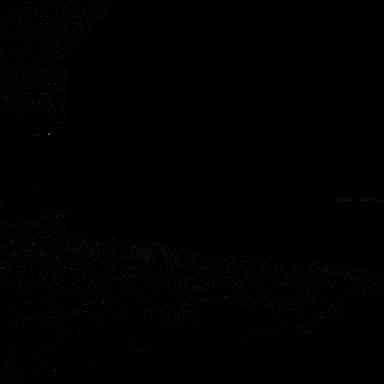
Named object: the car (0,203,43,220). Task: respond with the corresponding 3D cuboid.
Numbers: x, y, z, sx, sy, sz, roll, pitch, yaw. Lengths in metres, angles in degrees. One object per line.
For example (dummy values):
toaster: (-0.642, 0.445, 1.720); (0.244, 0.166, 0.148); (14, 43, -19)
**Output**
car: (-14.826, 1.576, 27.341); (1.752, 1.417, 4.829); (-1, -1, 36)
